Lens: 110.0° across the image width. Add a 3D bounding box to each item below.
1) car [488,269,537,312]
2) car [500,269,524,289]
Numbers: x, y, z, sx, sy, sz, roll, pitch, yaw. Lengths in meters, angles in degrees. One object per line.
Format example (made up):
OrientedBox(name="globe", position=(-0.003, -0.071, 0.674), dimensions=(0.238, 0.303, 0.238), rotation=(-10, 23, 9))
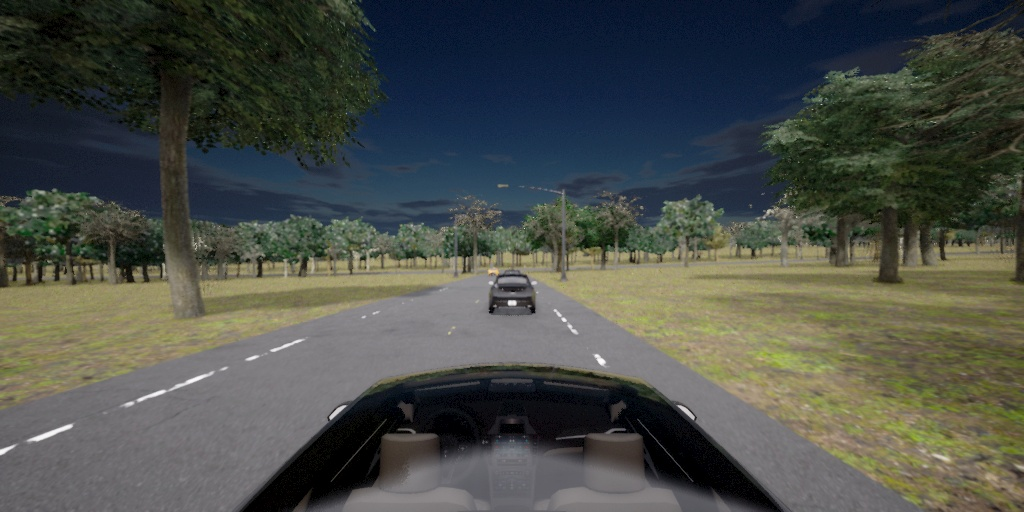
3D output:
OrientedBox(name="car", position=(0.027, 1.488, 15.415), dimensions=(1.837, 1.490, 4.892), rotation=(0, -1, 1))
OrientedBox(name="car", position=(0.031, 1.917, 30.450), dimensions=(1.837, 1.490, 4.892), rotation=(0, -1, 1))
